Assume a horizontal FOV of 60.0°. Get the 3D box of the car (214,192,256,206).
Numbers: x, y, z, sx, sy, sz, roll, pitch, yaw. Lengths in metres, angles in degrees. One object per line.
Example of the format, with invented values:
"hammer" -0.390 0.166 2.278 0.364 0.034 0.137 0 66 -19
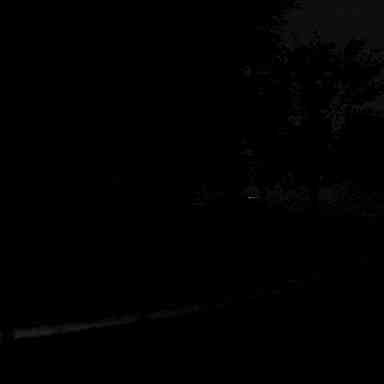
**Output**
"car" 4.623 0.748 36.215 4.902 1.511 2.128 2 1 42
